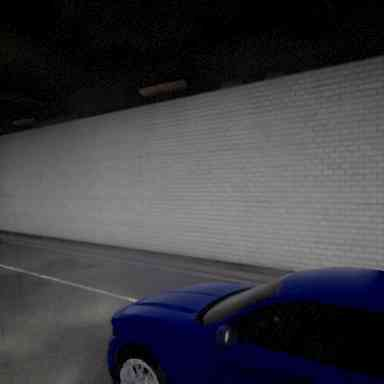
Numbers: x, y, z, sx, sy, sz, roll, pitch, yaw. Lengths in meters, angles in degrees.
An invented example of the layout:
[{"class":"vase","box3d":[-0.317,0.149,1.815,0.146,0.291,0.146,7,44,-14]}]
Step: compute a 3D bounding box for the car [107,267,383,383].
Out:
[{"class":"car","box3d":[1.339,1.478,3.037,5.008,1.535,1.882,0,0,36]}]
